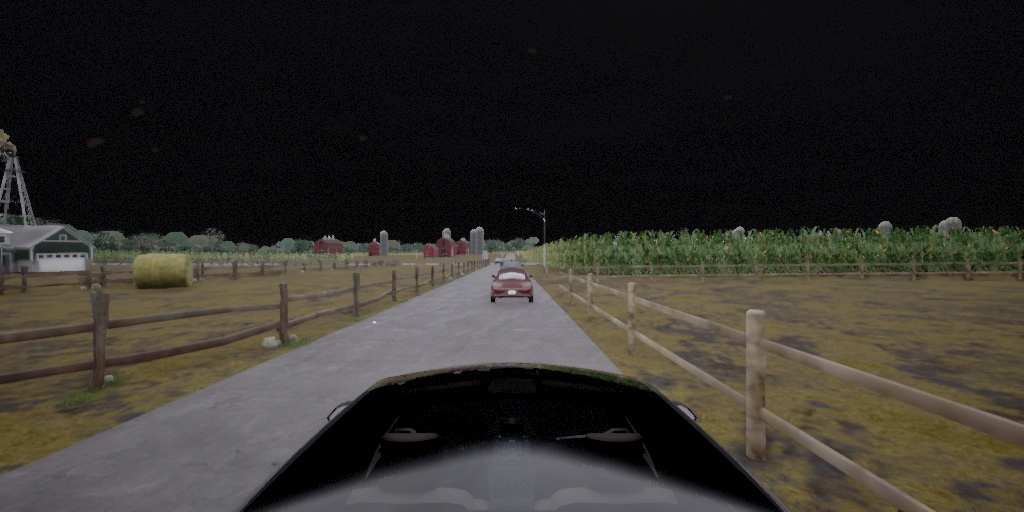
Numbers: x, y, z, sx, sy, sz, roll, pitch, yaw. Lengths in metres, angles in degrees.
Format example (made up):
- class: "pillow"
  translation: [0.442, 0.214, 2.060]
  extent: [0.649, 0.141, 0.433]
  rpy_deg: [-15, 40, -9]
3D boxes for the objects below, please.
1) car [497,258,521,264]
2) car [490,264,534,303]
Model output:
- class: "car"
  translation: [0.000, 1.114, 31.476]
  extent: [2.097, 1.767, 4.553]
  rpy_deg: [0, 0, 0]
- class: "car"
  translation: [0.000, 1.280, 16.504]
  extent: [1.812, 1.442, 4.674]
  rpy_deg: [0, 0, 0]
